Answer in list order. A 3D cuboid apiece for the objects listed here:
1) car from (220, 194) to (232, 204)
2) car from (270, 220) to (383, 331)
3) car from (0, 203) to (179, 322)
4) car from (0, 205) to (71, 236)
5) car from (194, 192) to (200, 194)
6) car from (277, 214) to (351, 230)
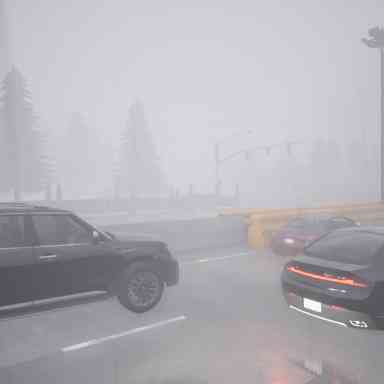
[{"bbox_3d":[4.953,1.060,49.786,1.812,1.442,4.674,-1,1,-35],"label":"car"},{"bbox_3d":[3.798,1.435,6.456,4.892,1.490,1.837,-1,1,-35],"label":"car"},{"bbox_3d":[-2.922,1.217,5.961,5.566,2.045,2.150,0,0,-36],"label":"car"},{"bbox_3d":[-9.775,1.534,18.529,5.357,1.411,2.033,-1,0,-36],"label":"car"},{"bbox_3d":[1.044,0.836,76.658,2.128,1.511,4.902,-1,1,3],"label":"car"},{"bbox_3d":[4.610,1.441,11.324,4.181,1.385,1.994,-1,1,-35],"label":"car"}]
